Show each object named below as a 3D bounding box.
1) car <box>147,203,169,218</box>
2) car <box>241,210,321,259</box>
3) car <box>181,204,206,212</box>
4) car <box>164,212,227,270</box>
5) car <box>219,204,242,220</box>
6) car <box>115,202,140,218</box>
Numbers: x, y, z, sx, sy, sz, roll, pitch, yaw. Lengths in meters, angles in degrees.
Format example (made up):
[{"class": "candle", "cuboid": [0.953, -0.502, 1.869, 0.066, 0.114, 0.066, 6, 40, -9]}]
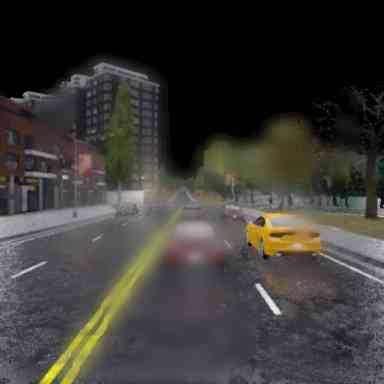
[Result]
[{"class": "car", "cuboid": [-3.337, 1.850, 33.537, 2.033, 1.411, 5.357, 0, -1, 0]}, {"class": "car", "cuboid": [3.348, 1.579, 13.010, 1.882, 1.535, 5.008, 0, 0, 0]}, {"class": "car", "cuboid": [0.103, 1.731, 27.472, 2.128, 1.511, 4.902, 0, -1, 0]}, {"class": "car", "cuboid": [0.094, 1.611, 11.219, 1.812, 1.442, 4.674, 0, -1, 0]}, {"class": "car", "cuboid": [3.355, 1.776, 28.453, 1.812, 1.442, 4.674, 0, -1, 0]}, {"class": "car", "cuboid": [-6.583, 1.815, 34.188, 1.837, 1.490, 4.892, 0, -1, 0]}]
